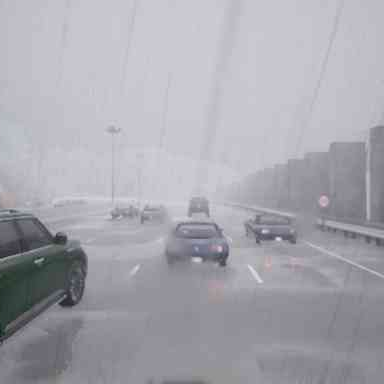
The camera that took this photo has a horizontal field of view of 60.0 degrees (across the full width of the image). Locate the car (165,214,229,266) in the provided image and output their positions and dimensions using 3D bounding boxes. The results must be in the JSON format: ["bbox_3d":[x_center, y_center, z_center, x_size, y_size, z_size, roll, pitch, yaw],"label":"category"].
[{"bbox_3d":[0.190,1.706,11.922,1.895,1.301,4.718,0,0,1],"label":"car"}]

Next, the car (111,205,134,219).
[{"bbox_3d":[-6.340,1.878,32.201,1.895,1.301,4.718,0,0,1],"label":"car"}]

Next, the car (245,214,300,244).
[{"bbox_3d":[3.784,1.748,16.543,1.895,1.301,4.718,0,0,1],"label":"car"}]

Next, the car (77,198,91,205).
[{"bbox_3d":[-25.312,2.177,78.097,2.033,1.411,5.357,0,-1,-7],"label":"car"}]

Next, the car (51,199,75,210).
[{"bbox_3d":[-20.333,1.925,52.776,1.882,1.535,5.008,0,0,0],"label":"car"}]

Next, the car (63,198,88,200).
[{"bbox_3d":[-16.807,1.912,48.181,1.837,1.490,4.892,0,0,1],"label":"car"}]

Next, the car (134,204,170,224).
[{"bbox_3d":[-2.961,1.727,27.077,2.128,1.511,4.902,0,0,1],"label":"car"}]

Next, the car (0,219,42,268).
[{"bbox_3d":[-6.827,1.690,10.651,1.895,1.301,4.718,0,0,1],"label":"car"}]

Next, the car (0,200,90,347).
[{"bbox_3d":[-3.390,1.266,5.011,2.150,2.045,5.566,0,0,0],"label":"car"}]

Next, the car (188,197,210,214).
[{"bbox_3d":[0.744,1.539,36.177,2.150,2.045,5.566,0,0,1],"label":"car"}]

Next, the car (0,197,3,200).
[{"bbox_3d":[-23.914,1.543,38.272,2.150,2.045,5.566,0,-1,1],"label":"car"}]
